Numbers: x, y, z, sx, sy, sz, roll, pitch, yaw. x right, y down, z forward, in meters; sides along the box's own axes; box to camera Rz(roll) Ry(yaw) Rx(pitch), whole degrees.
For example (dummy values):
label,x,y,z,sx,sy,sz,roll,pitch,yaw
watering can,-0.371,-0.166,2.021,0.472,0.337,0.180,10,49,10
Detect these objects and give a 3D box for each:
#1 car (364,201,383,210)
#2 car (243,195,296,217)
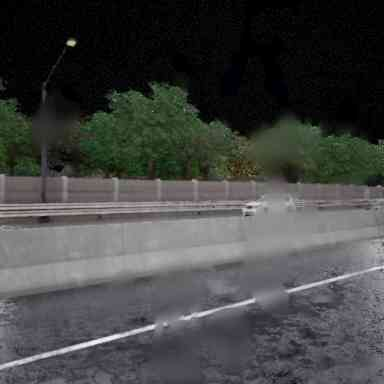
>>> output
label,x,y,z,sx,sy,sz,roll,pitch,yaw
car,20.771,1.713,35.974,5.357,1.411,2.033,0,0,-35
car,7.250,1.317,30.644,5.566,2.045,2.150,1,0,-35
